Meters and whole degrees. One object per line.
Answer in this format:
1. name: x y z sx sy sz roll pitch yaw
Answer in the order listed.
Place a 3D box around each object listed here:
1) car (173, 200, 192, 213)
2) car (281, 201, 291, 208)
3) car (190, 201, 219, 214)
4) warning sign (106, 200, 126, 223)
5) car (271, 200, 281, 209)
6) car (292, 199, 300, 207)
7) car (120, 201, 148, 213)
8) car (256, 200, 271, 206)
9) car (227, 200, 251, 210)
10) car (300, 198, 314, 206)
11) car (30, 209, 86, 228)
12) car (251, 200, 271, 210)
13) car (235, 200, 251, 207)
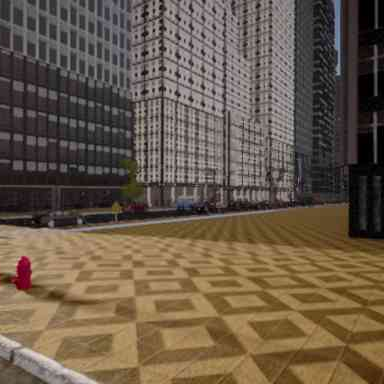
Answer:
1. car: -0.027 2.266 46.902 2.033 1.411 5.357 0 0 35
2. car: 18.239 2.454 68.494 1.967 1.590 4.097 0 -1 35
3. car: 2.135 2.301 45.328 1.947 1.339 4.313 0 -1 35
4. warning sign: -6.517 1.680 28.684 1.300 1.860 1.060 1 1 35
5. car: 15.018 2.540 63.860 1.802 1.307 4.206 0 -1 35
6. car: 21.460 2.635 73.125 1.947 1.339 4.313 0 -1 35
7. car: -7.962 2.063 45.489 1.967 1.590 4.097 0 -1 35
8. car: 17.798 2.635 82.541 1.947 1.339 4.313 0 -1 35
9. car: 7.923 2.208 58.351 2.097 1.767 4.553 0 0 35
10. car: 27.902 2.746 82.391 1.947 1.339 4.313 0 -1 35
11. car: -10.642 2.060 26.726 2.008 1.369 4.403 0 -1 35
12. car: 11.797 2.469 59.227 1.947 1.339 4.313 0 -1 35
13. car: 11.359 2.540 73.277 1.802 1.307 4.206 0 -1 35
